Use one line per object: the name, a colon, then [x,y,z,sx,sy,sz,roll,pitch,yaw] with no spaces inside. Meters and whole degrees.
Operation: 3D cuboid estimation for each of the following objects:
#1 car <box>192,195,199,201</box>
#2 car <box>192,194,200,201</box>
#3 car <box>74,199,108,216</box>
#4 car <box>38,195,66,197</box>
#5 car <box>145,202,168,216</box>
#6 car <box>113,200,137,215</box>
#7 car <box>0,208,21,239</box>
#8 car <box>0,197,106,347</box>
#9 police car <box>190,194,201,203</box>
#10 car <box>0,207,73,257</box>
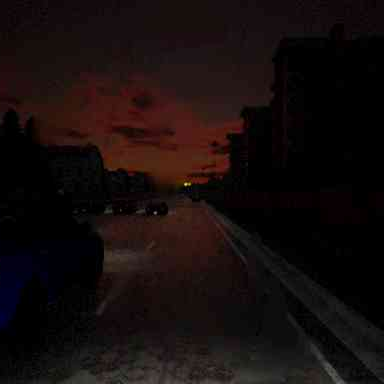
car: [1.052,1.612,91.613,1.882,1.535,5.008,0,0,0]
car: [1.051,1.477,85.584,2.097,1.767,4.553,0,0,0]
car: [-10.399,1.543,34.626,2.128,1.511,4.902,0,0,0]
car: [-13.811,1.272,33.827,2.150,2.045,5.566,0,0,1]
car: [-3.399,1.650,33.129,1.895,1.301,4.718,0,0,0]
car: [-6.899,1.543,34.618,2.128,1.511,4.902,0,0,0]
car: [-10.400,1.589,16.231,1.994,1.385,4.181,0,0,0]
car: [-3.399,1.231,6.455,2.150,2.045,5.566,0,0,0]
police car: [1.051,1.536,75.724,1.930,1.638,5.238,0,0,0]
car: [-6.899,1.499,14.126,1.882,1.535,5.008,0,0,0]
